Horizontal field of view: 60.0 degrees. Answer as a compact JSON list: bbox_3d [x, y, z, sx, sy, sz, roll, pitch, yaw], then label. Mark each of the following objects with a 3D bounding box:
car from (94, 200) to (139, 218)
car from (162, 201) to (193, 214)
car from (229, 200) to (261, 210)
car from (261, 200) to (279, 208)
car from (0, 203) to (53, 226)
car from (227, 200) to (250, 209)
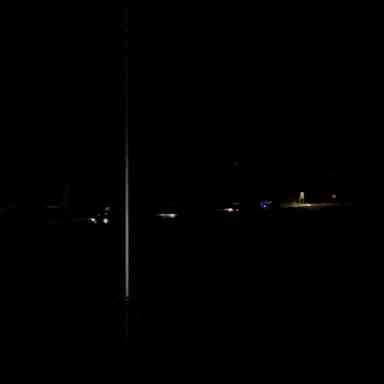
[{"bbox_3d":[-7.368,1.596,32.661,2.097,1.767,4.553,-1,-1,35],"label":"car"},{"bbox_3d":[-1.683,1.862,40.822,1.812,1.442,4.674,-1,-1,35],"label":"car"},{"bbox_3d":[7.800,1.911,49.389,2.128,1.511,4.902,-1,-1,35],"label":"car"},{"bbox_3d":[13.493,2.110,57.656,1.895,1.301,4.718,-1,-1,35],"label":"car"},{"bbox_3d":[-12.885,1.631,24.726,1.882,1.535,5.008,-1,-1,35],"label":"car"},{"bbox_3d":[7.597,2.046,54.007,1.994,1.385,4.181,-1,-1,35],"label":"car"}]
